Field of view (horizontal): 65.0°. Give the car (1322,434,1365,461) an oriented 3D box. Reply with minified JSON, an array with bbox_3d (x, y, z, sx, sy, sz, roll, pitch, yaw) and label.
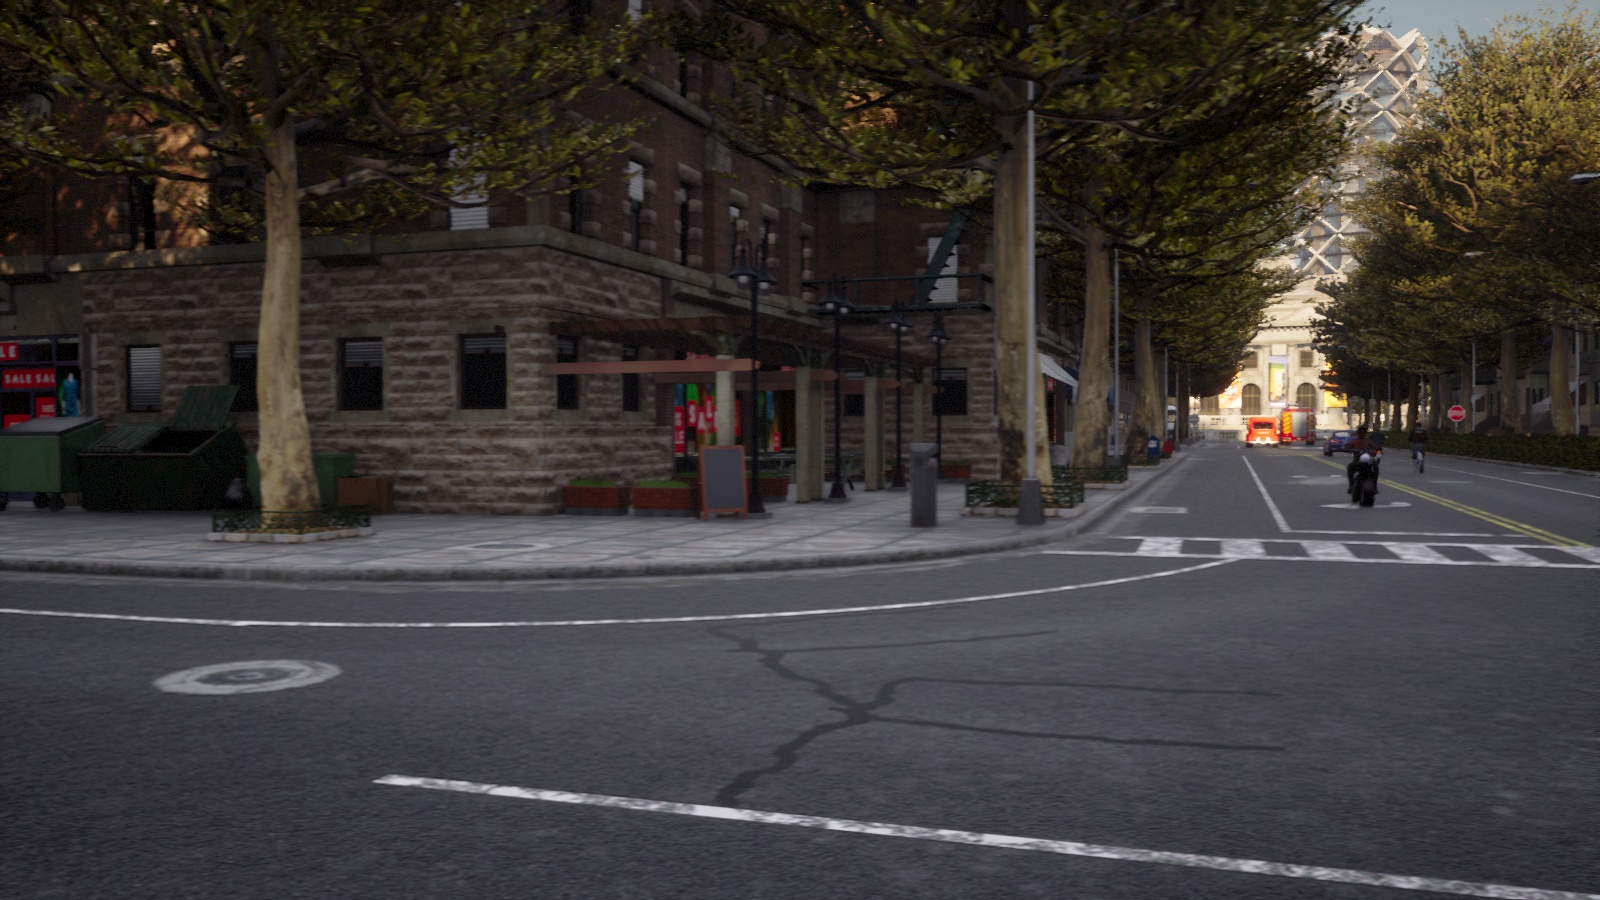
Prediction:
[{"bbox_3d":[30.167,-0.152,69.820,1.812,1.442,4.674,1,1,19],"label":"car"}]

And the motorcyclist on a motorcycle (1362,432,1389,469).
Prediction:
[{"bbox_3d":[24.891,0.003,54.352,0.866,1.590,1.817,1,1,19],"label":"motorcyclist on a motorcycle"}]

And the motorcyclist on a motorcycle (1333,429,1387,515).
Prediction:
[{"bbox_3d":[11.364,0.411,25.534,0.766,1.649,2.350,1,1,19],"label":"motorcyclist on a motorcycle"}]
